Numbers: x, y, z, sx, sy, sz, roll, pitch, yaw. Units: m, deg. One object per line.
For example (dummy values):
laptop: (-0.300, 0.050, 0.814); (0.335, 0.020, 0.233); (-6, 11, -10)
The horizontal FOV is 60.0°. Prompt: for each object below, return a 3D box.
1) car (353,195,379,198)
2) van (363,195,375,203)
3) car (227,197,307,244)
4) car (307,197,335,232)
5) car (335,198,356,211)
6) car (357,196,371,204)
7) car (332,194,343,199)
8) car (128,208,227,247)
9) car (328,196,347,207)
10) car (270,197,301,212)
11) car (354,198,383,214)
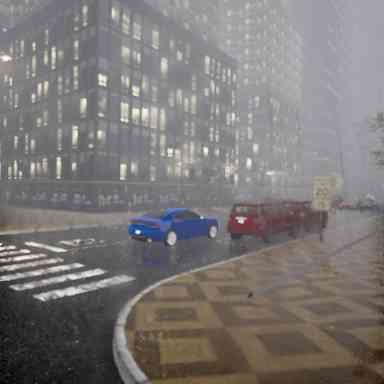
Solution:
car: (25.848, 1.691, 49.346); (1.882, 1.535, 5.008); (2, 1, 39)
van: (41.769, 1.611, 78.418); (1.690, 1.788, 3.998); (1, 1, 38)
car: (3.622, 1.389, 16.531); (2.192, 1.841, 5.009); (1, 1, 38)
car: (6.964, 1.414, 20.972); (2.192, 1.841, 5.009); (1, 1, 38)
car: (19.760, 1.764, 41.466); (1.895, 1.301, 4.718); (2, 1, 38)
car: (38.348, 1.681, 74.036); (1.967, 1.590, 4.097); (1, 1, 38)
car: (18.799, 1.335, 44.799); (2.150, 2.045, 5.566); (2, 1, 38)
car: (-0.672, 1.477, 15.381); (1.882, 1.535, 5.008); (2, 1, 38)
car: (24.671, 1.564, 56.506); (1.967, 1.590, 4.097); (1, 1, 38)
car: (10.994, 1.451, 38.975); (1.967, 1.590, 4.097); (1, 1, 38)
car: (20.623, 1.759, 38.512); (2.008, 1.369, 4.403); (1, 1, 38)
